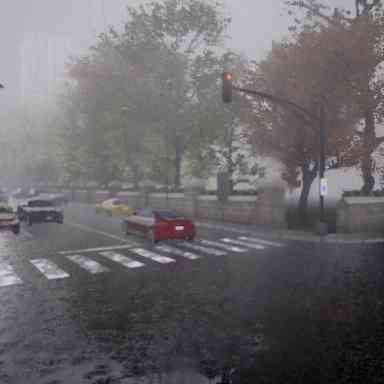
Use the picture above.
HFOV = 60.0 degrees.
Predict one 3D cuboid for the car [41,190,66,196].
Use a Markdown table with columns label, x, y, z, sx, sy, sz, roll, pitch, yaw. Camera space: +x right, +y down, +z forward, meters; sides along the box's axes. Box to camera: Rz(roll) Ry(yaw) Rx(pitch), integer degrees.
| label | x | y | z | sx | sy | sz | roll | pitch | yaw |
| --- | --- | --- | --- | --- | --- | --- | --- | --- | --- |
| car | -15.745 | 0.849 | 38.912 | 2.008 | 1.369 | 4.403 | 1 | 0 | -36 |

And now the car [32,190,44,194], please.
| label | x | y | z | sx | sy | sz | roll | pitch | yaw |
| --- | --- | --- | --- | --- | --- | --- | --- | --- | --- |
| car | -19.004 | 0.767 | 43.389 | 1.947 | 1.339 | 4.313 | 1 | 0 | -36 |

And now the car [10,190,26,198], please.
| label | x | y | z | sx | sy | sz | roll | pitch | yaw |
| --- | --- | --- | --- | --- | --- | --- | --- | --- | --- |
| car | -32.037 | 0.367 | 61.296 | 2.008 | 1.369 | 4.403 | 1 | 0 | -36 |

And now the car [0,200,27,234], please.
| label | x | y | z | sx | sy | sz | roll | pitch | yaw |
| --- | --- | --- | --- | --- | --- | --- | --- | --- | --- |
| car | -9.491 | 1.253 | 16.078 | 1.802 | 1.307 | 4.206 | 1 | 0 | -36 |

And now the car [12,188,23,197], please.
| label | x | y | z | sx | sy | sz | roll | pitch | yaw |
| --- | --- | --- | --- | --- | --- | --- | --- | --- | --- |
| car | -28.772 | 0.228 | 56.819 | 2.192 | 1.841 | 5.009 | 1 | 0 | -36 |

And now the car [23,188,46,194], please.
| label | x | y | z | sx | sy | sz | roll | pitch | yaw |
| --- | --- | --- | --- | --- | --- | --- | --- | --- | --- |
| car | -22.256 | 0.420 | 47.866 | 2.192 | 1.841 | 5.009 | 1 | 0 | -36 |

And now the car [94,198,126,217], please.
| label | x | y | z | sx | sy | sz | roll | pitch | yaw |
| --- | --- | --- | --- | --- | --- | --- | --- | --- | --- |
| car | -6.070 | 1.114 | 25.618 | 1.752 | 1.417 | 4.829 | 1 | 0 | -36 |

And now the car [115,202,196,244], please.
| label | x | y | z | sx | sy | sz | roll | pitch | yaw |
| --- | --- | --- | --- | --- | --- | --- | --- | --- | --- |
| car | -1.578 | 1.349 | 14.738 | 1.994 | 1.385 | 4.181 | 0 | 1 | -33 |

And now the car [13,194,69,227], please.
| label | x | y | z | sx | sy | sz | roll | pitch | yaw |
| --- | --- | --- | --- | --- | --- | --- | --- | --- | --- |
| car | -9.199 | 1.100 | 20.057 | 1.882 | 1.535 | 5.008 | 0 | 1 | -36 |

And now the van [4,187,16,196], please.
| label | x | y | z | sx | sy | sz | roll | pitch | yaw |
| --- | --- | --- | --- | --- | --- | --- | --- | --- | --- |
| van | -38.548 | -0.033 | 70.250 | 1.690 | 1.788 | 3.998 | 1 | 0 | -36 |

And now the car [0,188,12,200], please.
| label | x | y | z | sx | sy | sz | roll | pitch | yaw |
| --- | --- | --- | --- | --- | --- | --- | --- | --- | --- |
| car | -22.879 | 0.563 | 38.919 | 2.097 | 1.767 | 4.553 | 0 | 1 | -36 |
